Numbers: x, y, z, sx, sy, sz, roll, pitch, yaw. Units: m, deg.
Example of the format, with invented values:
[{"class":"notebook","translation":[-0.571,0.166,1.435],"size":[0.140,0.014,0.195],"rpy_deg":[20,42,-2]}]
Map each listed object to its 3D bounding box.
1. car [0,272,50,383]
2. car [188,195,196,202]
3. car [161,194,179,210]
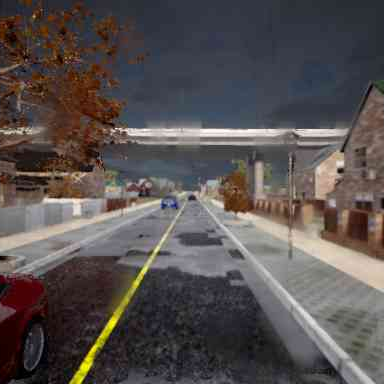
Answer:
[{"class":"car","translation":[-2.841,1.530,2.815],"size":[1.812,1.442,4.674],"rpy_deg":[0,0,0]},{"class":"car","translation":[-0.004,1.456,76.004],"size":[1.812,1.442,4.674],"rpy_deg":[0,0,0]},{"class":"car","translation":[-2.833,1.272,43.598],"size":[2.150,2.045,5.566],"rpy_deg":[0,0,0]}]
